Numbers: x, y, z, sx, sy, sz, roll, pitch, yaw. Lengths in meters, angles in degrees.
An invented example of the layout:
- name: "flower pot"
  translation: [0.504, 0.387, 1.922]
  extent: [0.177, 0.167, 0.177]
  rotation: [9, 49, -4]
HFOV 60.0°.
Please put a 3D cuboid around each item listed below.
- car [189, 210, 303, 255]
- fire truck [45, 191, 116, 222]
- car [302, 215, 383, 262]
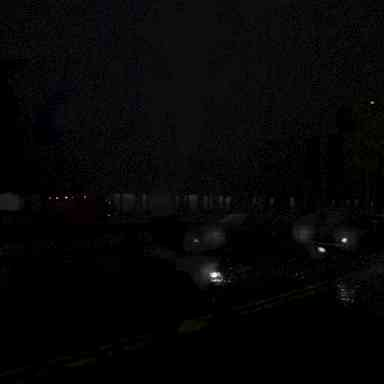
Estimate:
- name: "car"
  translation: [2.058, 1.461, 13.143]
  extent: [4.674, 1.442, 1.812]
  rotation: [-1, 0, -36]
- name: "fire truck"
  translation: [-14.265, 1.900, 42.788]
  extent: [8.468, 3.827, 2.891]
  rotation: [-2, -1, 9]
- name: "car"
  translation: [5.948, 1.518, 11.927]
  extent: [4.718, 1.301, 1.895]
  rotation: [0, 0, -35]
